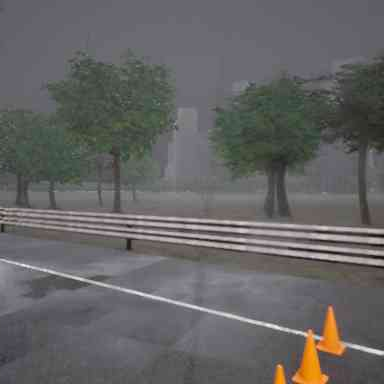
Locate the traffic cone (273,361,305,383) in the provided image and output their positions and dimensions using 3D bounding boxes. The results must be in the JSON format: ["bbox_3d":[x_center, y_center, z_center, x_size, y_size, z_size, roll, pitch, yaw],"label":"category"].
[{"bbox_3d":[0.837,1.959,3.189,0.340,0.580,0.340,0,0,36],"label":"traffic cone"}]

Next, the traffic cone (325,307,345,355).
[{"bbox_3d":[2.000,1.960,4.815,0.340,0.580,0.340,0,0,36],"label":"traffic cone"}]

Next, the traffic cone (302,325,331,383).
[{"bbox_3d":[1.419,1.960,4.002,0.340,0.580,0.340,0,0,36],"label":"traffic cone"}]
